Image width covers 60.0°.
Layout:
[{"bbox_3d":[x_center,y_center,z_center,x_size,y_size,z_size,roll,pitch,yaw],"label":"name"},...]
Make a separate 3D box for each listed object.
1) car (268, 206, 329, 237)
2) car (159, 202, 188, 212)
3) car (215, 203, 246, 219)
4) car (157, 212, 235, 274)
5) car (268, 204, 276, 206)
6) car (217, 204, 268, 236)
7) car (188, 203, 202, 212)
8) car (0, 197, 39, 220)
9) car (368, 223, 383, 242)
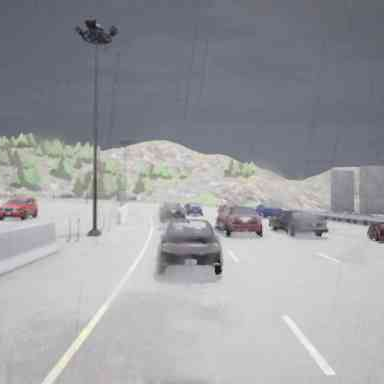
[{"bbox_3d":[6.315,1.845,20.290,2.033,1.411,5.357,0,-1,-5],"label":"car"},{"bbox_3d":[-1.897,1.730,30.369,2.097,1.767,4.553,0,-1,-8],"label":"car"},{"bbox_3d":[4.157,2.044,36.847,2.033,1.411,5.357,0,-1,-10],"label":"car"},{"bbox_3d":[-0.116,1.633,11.040,2.128,1.511,4.902,0,-1,-2],"label":"car"},{"bbox_3d":[7.915,1.981,35.692,1.882,1.535,5.008,1,-1,-9],"label":"car"},{"bbox_3d":[2.771,1.630,20.413,2.097,1.767,4.553,0,-1,-5],"label":"car"},{"bbox_3d":[0.029,2.038,39.990,1.812,1.442,4.674,1,-1,-11],"label":"car"},{"bbox_3d":[-16.190,1.535,31.288,2.150,2.045,5.566,0,-1,-9],"label":"car"},{"bbox_3d":[10.163,1.823,15.520,1.994,1.385,4.181,0,-1,-3],"label":"car"}]
